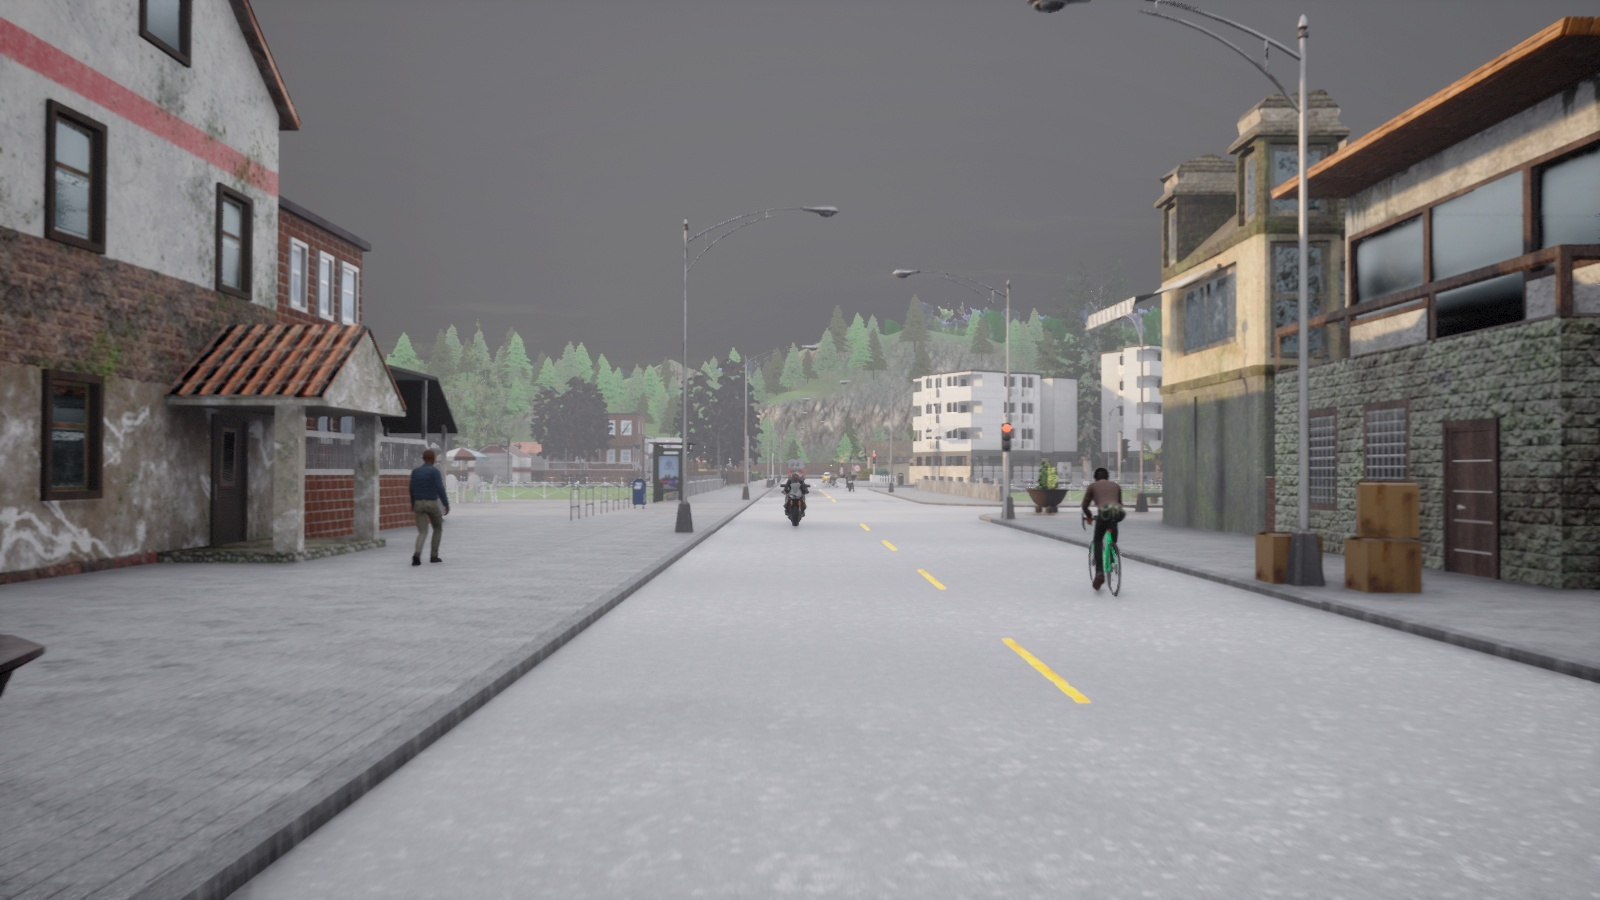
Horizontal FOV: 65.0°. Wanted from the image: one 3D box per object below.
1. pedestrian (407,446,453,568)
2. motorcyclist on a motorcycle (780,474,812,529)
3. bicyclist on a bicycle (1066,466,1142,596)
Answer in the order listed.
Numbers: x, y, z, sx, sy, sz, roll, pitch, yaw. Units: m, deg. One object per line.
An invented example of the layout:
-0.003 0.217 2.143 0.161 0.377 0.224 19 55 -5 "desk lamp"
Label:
-5.676 0.870 19.279 0.370 1.835 0.726 0 -1 12 "pedestrian"
-0.117 1.450 35.852 0.866 1.530 2.191 0 -1 -1 "motorcyclist on a motorcycle"
3.959 1.027 16.460 0.582 1.620 1.656 0 -1 0 "bicyclist on a bicycle"
